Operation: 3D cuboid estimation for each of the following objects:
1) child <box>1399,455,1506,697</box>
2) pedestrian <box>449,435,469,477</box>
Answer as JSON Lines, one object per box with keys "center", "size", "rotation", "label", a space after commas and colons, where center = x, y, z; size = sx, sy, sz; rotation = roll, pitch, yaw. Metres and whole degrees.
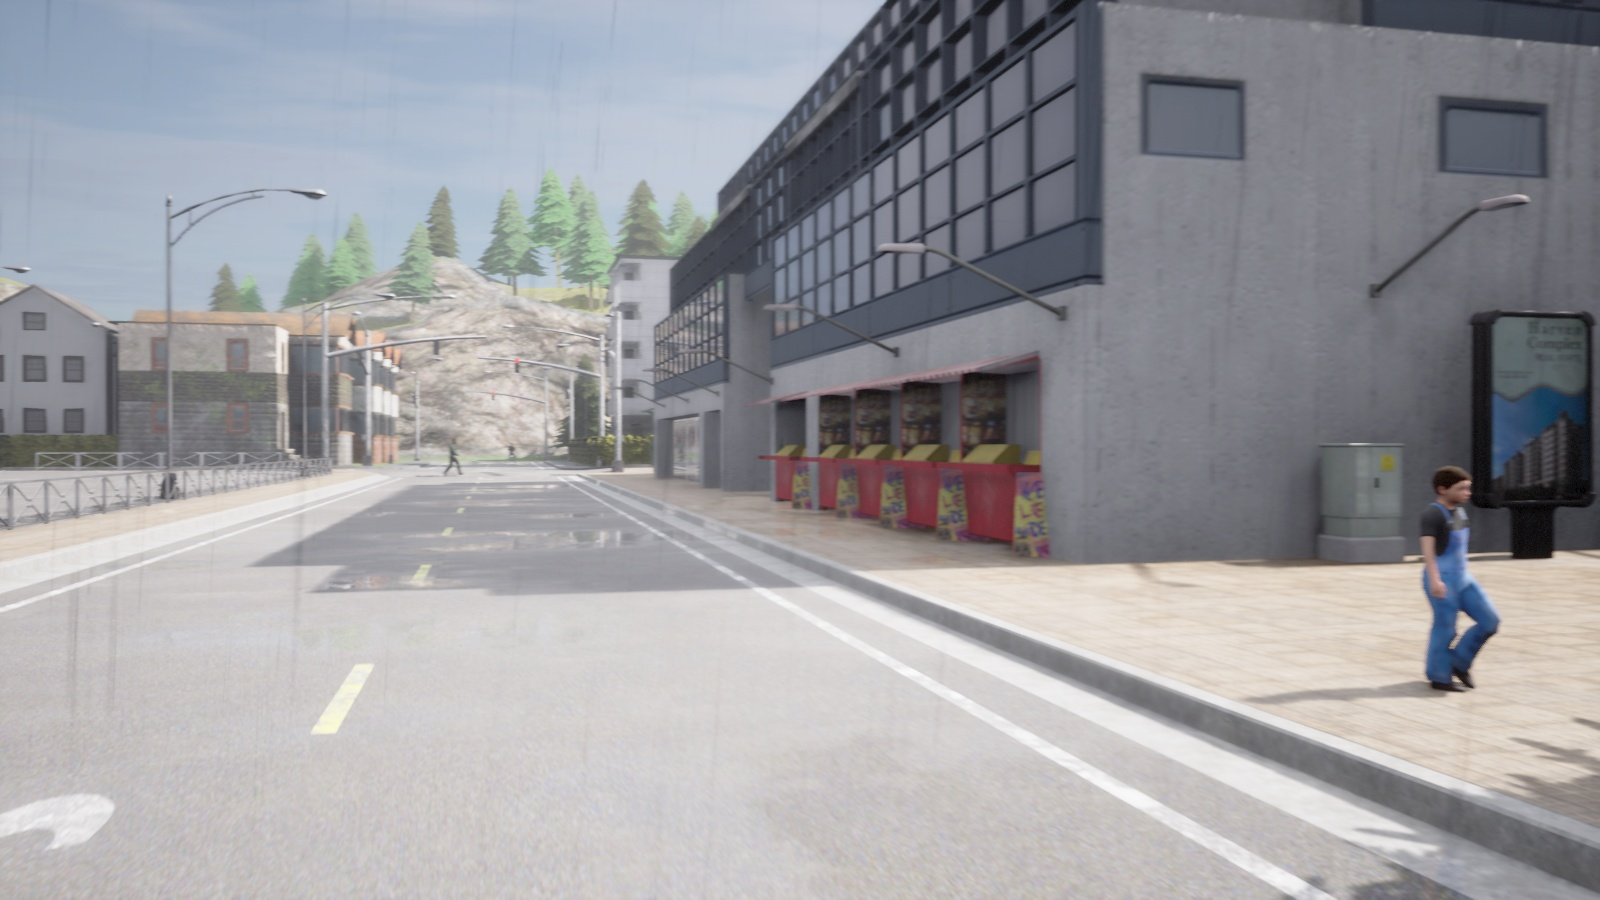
{"center": [3.548, 0.660, 6.834], "size": [0.270, 1.263, 0.437], "rotation": [0, 0, -34], "label": "child"}
{"center": [-16.065, 0.279, 59.131], "size": [0.788, 1.949, 0.423], "rotation": [0, 0, 7], "label": "pedestrian"}
